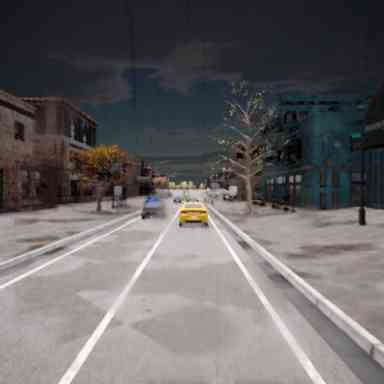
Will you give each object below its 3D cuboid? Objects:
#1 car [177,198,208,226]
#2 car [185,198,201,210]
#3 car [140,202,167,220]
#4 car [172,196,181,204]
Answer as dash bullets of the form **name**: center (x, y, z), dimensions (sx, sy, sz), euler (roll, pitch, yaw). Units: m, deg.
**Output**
- **car**: center (0.102, 1.453, 23.414), dimensions (1.882, 1.535, 5.008), euler (0, 0, 0)
- **car**: center (0.102, 1.512, 41.953), dimensions (1.994, 1.385, 4.181), euler (0, 0, 0)
- **car**: center (-3.096, 1.516, 28.164), dimensions (2.033, 1.411, 5.357), euler (0, 0, 0)
- **car**: center (-2.993, 1.650, 69.577), dimensions (1.837, 1.490, 4.892), euler (0, 0, 0)
